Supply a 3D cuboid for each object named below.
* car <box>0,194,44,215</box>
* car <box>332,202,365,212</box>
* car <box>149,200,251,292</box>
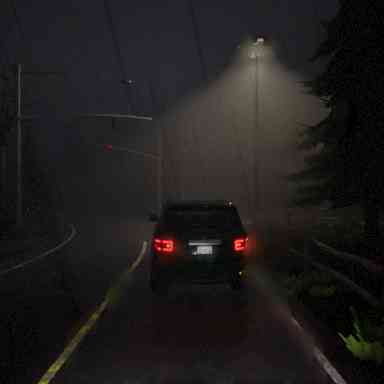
[{"bbox_3d":[-17.739,1.218,34.299,5.566,2.045,2.150,0,0,29],"label":"car"},{"bbox_3d":[15.561,1.247,29.954,5.566,2.045,2.150,0,0,10],"label":"car"},{"bbox_3d":[0.010,1.221,9.128,2.150,2.045,5.566,0,0,-5],"label":"car"}]
